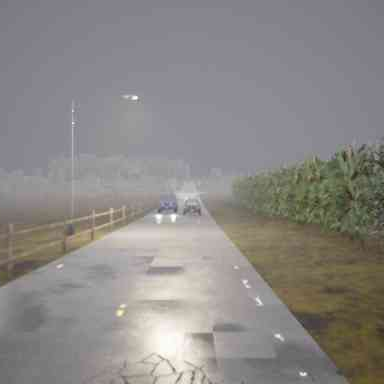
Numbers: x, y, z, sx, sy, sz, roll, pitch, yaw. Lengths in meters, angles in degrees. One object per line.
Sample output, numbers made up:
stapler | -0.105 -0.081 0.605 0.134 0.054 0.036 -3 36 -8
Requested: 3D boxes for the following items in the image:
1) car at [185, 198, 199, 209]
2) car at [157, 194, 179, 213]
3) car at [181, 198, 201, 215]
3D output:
car | 0.028 1.540 46.455 1.895 1.301 4.718 0 1 0
car | -2.740 1.276 38.805 2.150 2.045 5.566 0 1 0
car | 0.009 1.620 34.665 1.812 1.442 4.674 0 0 0
